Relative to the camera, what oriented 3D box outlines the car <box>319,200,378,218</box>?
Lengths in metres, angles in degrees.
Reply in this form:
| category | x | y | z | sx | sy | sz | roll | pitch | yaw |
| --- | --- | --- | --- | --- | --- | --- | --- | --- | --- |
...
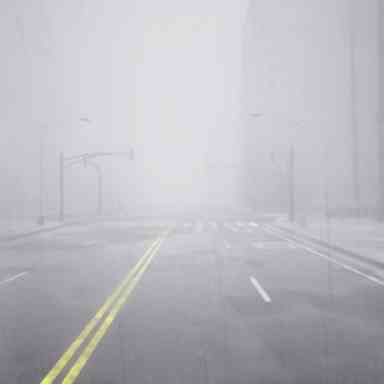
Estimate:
| category | x | y | z | sx | sy | sz | roll | pitch | yaw |
| --- | --- | --- | --- | --- | --- | --- | --- | --- | --- |
| car | 14.487 | 1.677 | 30.392 | 4.507 | 1.381 | 1.887 | -1 | 1 | 0 |

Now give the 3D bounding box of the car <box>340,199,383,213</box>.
| category | x | y | z | sx | sy | sz | roll | pitch | yaw |
| --- | --- | --- | --- | --- | --- | --- | --- | --- | --- |
| car | 19.990 | 1.621 | 38.918 | 4.507 | 1.381 | 1.887 | -1 | 1 | 0 |

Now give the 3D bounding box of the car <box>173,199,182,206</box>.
| category | x | y | z | sx | sy | sz | roll | pitch | yaw |
| --- | --- | --- | --- | --- | --- | --- | --- | --- | --- |
| car | -3.194 | 2.288 | 73.937 | 1.882 | 1.535 | 5.008 | 0 | -1 | 0 |

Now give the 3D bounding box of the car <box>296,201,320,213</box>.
| category | x | y | z | sx | sy | sz | roll | pitch | yaw |
| --- | --- | --- | --- | --- | --- | --- | --- | --- | --- |
| car | 14.485 | 1.700 | 38.917 | 4.507 | 1.381 | 1.887 | -1 | 1 | 0 |

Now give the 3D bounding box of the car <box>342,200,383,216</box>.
| category | x | y | z | sx | sy | sz | roll | pitch | yaw |
| --- | --- | --- | --- | --- | --- | --- | --- | --- | --- |
| car | 17.871 | 1.575 | 33.166 | 4.902 | 1.511 | 2.128 | -1 | 0 | 0 |
